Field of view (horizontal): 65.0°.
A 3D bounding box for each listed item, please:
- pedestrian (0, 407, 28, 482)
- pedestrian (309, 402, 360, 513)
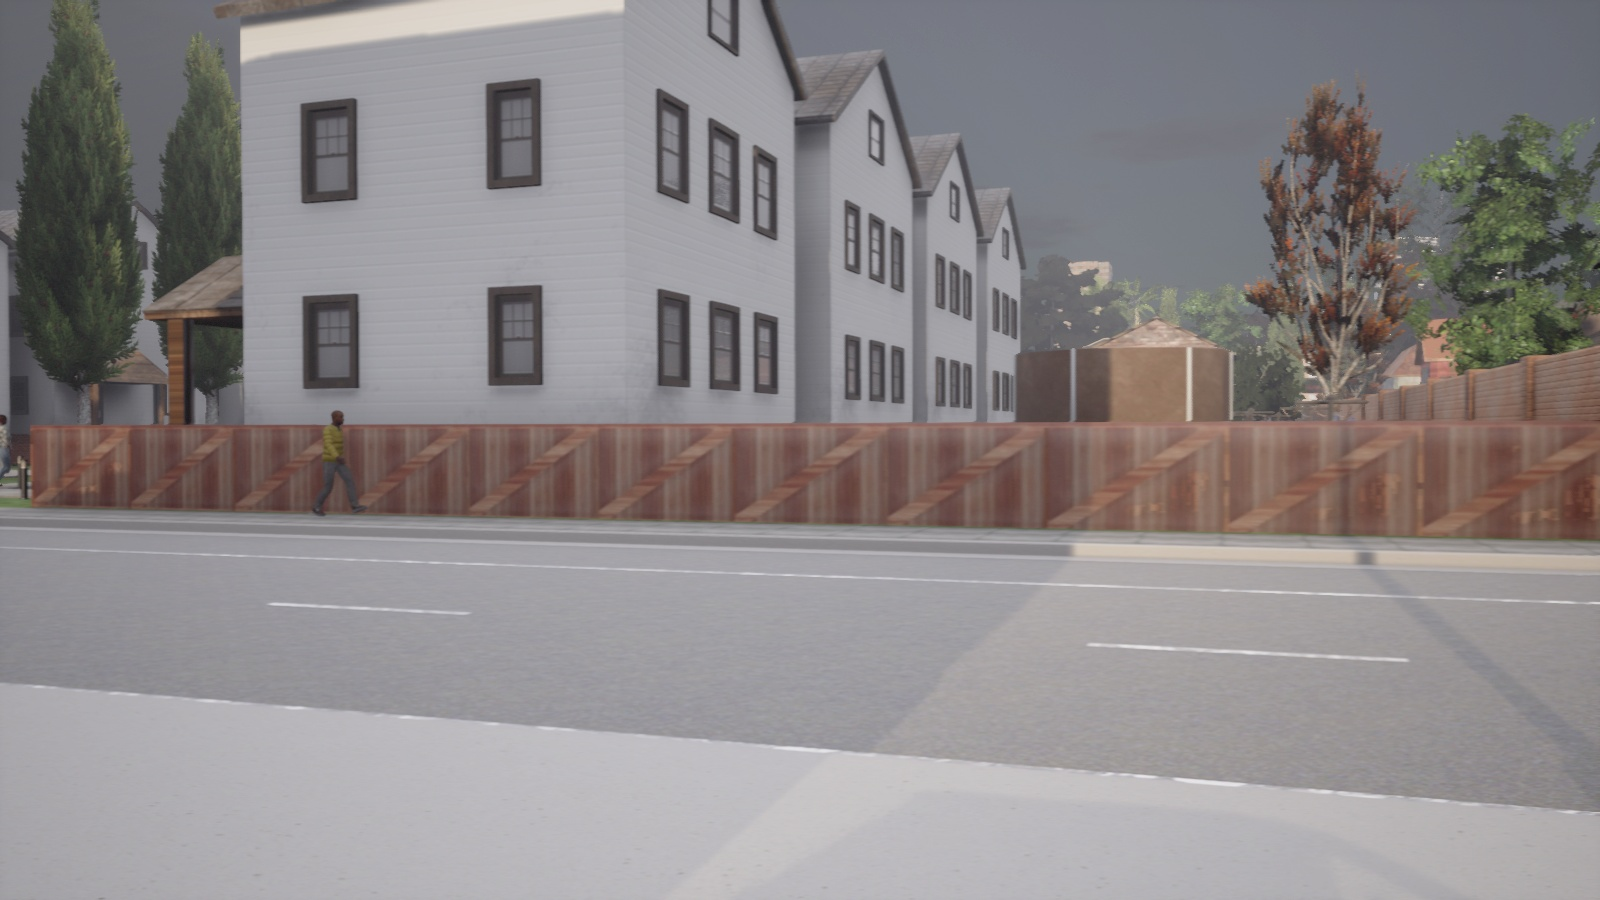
[{"bbox_3d":[-20.109,-0.149,31.503,0.874,1.855,0.900,1,1,17],"label":"pedestrian"},{"bbox_3d":[-7.736,0.118,20.885,0.726,1.835,0.370,1,1,19],"label":"pedestrian"}]
